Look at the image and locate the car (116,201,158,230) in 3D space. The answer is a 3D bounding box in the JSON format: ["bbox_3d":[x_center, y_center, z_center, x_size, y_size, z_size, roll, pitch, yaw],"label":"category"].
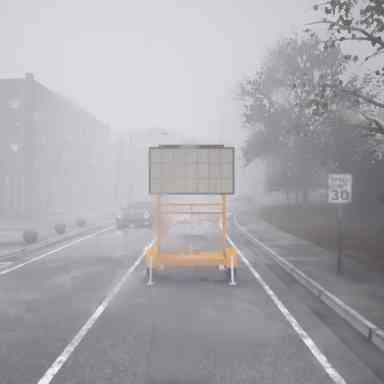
[{"bbox_3d":[-3.326,1.359,21.233,2.097,1.767,4.553,0,0,3],"label":"car"}]

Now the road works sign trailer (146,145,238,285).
[{"bbox_3d":[-0.011,0.467,9.484,2.380,3.560,2.880,0,0,0],"label":"road works sign trailer"}]

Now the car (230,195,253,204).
[{"bbox_3d":[8.823,1.303,59.639,4.902,1.511,2.128,-1,0,-40],"label":"car"}]

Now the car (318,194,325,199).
[{"bbox_3d":[30.080,0.772,73.512,4.674,1.442,1.812,-2,0,-27],"label":"car"}]
